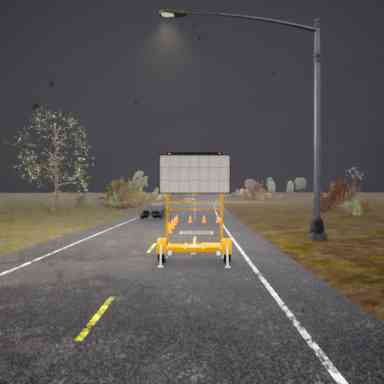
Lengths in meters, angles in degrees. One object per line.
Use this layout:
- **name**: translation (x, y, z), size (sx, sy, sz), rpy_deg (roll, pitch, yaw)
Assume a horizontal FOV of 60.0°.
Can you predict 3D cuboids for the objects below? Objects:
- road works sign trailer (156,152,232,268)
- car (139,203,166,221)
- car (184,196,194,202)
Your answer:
- **road works sign trailer**: translation (0.088, 0.463, 11.274), size (2.380, 3.560, 2.880), rpy_deg (0, 0, 1)
- **car**: translation (-3.073, 1.596, 27.504), size (1.895, 1.301, 4.718), rpy_deg (0, 0, 2)
- **car**: translation (-0.583, 1.577, 68.484), size (1.895, 1.301, 4.718), rpy_deg (0, 0, 5)
